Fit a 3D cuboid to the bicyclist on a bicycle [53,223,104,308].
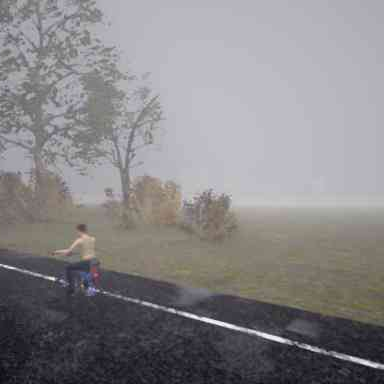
[{"bbox_3d":[-2.288,1.434,6.716,1.509,1.612,0.866,0,0,35],"label":"bicyclist on a bicycle"}]
